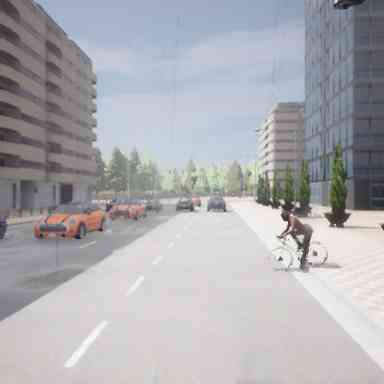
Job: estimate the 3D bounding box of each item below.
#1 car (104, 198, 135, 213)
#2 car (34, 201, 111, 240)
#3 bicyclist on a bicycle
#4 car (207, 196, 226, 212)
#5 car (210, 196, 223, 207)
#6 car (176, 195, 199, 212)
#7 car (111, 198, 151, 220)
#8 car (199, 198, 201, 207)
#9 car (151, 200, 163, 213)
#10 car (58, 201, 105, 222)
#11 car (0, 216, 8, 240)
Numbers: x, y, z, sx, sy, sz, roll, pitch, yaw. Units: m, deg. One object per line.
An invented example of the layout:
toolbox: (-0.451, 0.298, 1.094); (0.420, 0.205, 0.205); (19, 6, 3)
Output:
car: (-7.910, 1.433, 36.762); (1.882, 1.535, 5.008); (0, 0, 5)
car: (-6.019, 1.331, 16.943); (2.097, 1.767, 4.553); (0, 0, 4)
bicyclist on a bicycle: (2.884, 1.353, 9.307); (1.656, 1.620, 0.582); (-9, -1, 4)
car: (2.882, 1.308, 38.702); (2.097, 1.767, 4.553); (0, 0, 5)
car: (3.810, 1.447, 50.778); (1.837, 1.490, 4.892); (0, 0, 5)
car: (-0.682, 1.446, 38.156); (2.128, 1.511, 4.902); (0, 0, 5)
car: (-5.117, 1.318, 27.287); (2.097, 1.767, 4.553); (0, 0, 4)
car: (0.295, 1.293, 50.762); (2.097, 1.767, 4.553); (0, 0, 5)
car: (-4.412, 1.520, 36.627); (1.994, 1.385, 4.181); (0, 0, 5)
car: (-8.689, 1.492, 26.631); (1.812, 1.442, 4.674); (0, 0, 5)
car: (-9.762, 1.506, 14.027); (1.812, 1.442, 4.674); (0, 0, 4)
